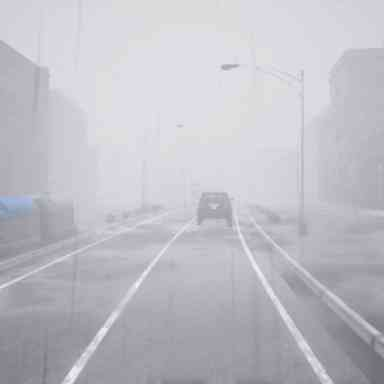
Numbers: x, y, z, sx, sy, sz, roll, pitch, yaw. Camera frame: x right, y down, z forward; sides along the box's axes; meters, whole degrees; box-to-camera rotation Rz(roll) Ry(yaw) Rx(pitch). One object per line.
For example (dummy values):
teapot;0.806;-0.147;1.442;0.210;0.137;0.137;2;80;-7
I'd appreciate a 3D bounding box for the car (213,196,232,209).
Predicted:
car;3.720;1.263;40.198;2.128;1.511;4.902;0;-1;7

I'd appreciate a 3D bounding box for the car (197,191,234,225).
car;1.572;0.966;21.958;2.150;2.045;5.566;0;1;6
